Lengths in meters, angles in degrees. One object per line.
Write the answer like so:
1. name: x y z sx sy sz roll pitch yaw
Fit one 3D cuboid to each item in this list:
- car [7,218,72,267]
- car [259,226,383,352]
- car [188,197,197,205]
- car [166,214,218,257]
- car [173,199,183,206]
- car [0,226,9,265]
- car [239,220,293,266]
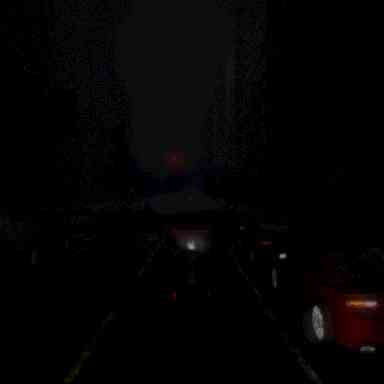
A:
1. car: -5.776 1.665 11.862 1.887 1.381 4.507 -1 -1 0
2. car: 2.750 1.610 6.358 1.887 1.381 4.507 -1 -1 0
3. car: 0.064 2.364 76.018 1.895 1.301 4.718 0 -1 0
4. car: 0.017 1.630 13.513 2.128 1.511 4.902 0 0 0
5. car: -2.950 2.221 68.904 1.812 1.442 4.674 0 -1 0
6. car: -5.775 1.616 6.357 2.008 1.369 4.403 -1 -1 0
7. car: 2.749 1.665 11.863 1.887 1.381 4.507 -1 -1 0
